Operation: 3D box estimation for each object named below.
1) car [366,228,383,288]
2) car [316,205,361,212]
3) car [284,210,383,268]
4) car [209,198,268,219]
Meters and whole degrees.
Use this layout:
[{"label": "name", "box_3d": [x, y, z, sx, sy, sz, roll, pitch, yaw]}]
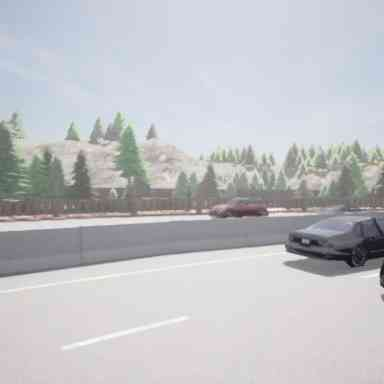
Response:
[{"label": "car", "box_3d": [6.035, 1.530, 7.183, 4.181, 1.385, 1.994, 0, 0, -29]}, {"label": "car", "box_3d": [9.026, 1.496, 20.555, 4.181, 1.385, 1.994, 0, 0, -23]}, {"label": "car", "box_3d": [5.576, 1.501, 11.005, 5.357, 1.411, 2.033, 0, 0, -28]}, {"label": "car", "box_3d": [3.600, 1.262, 25.750, 4.553, 1.767, 2.097, 0, 0, -25]}]
